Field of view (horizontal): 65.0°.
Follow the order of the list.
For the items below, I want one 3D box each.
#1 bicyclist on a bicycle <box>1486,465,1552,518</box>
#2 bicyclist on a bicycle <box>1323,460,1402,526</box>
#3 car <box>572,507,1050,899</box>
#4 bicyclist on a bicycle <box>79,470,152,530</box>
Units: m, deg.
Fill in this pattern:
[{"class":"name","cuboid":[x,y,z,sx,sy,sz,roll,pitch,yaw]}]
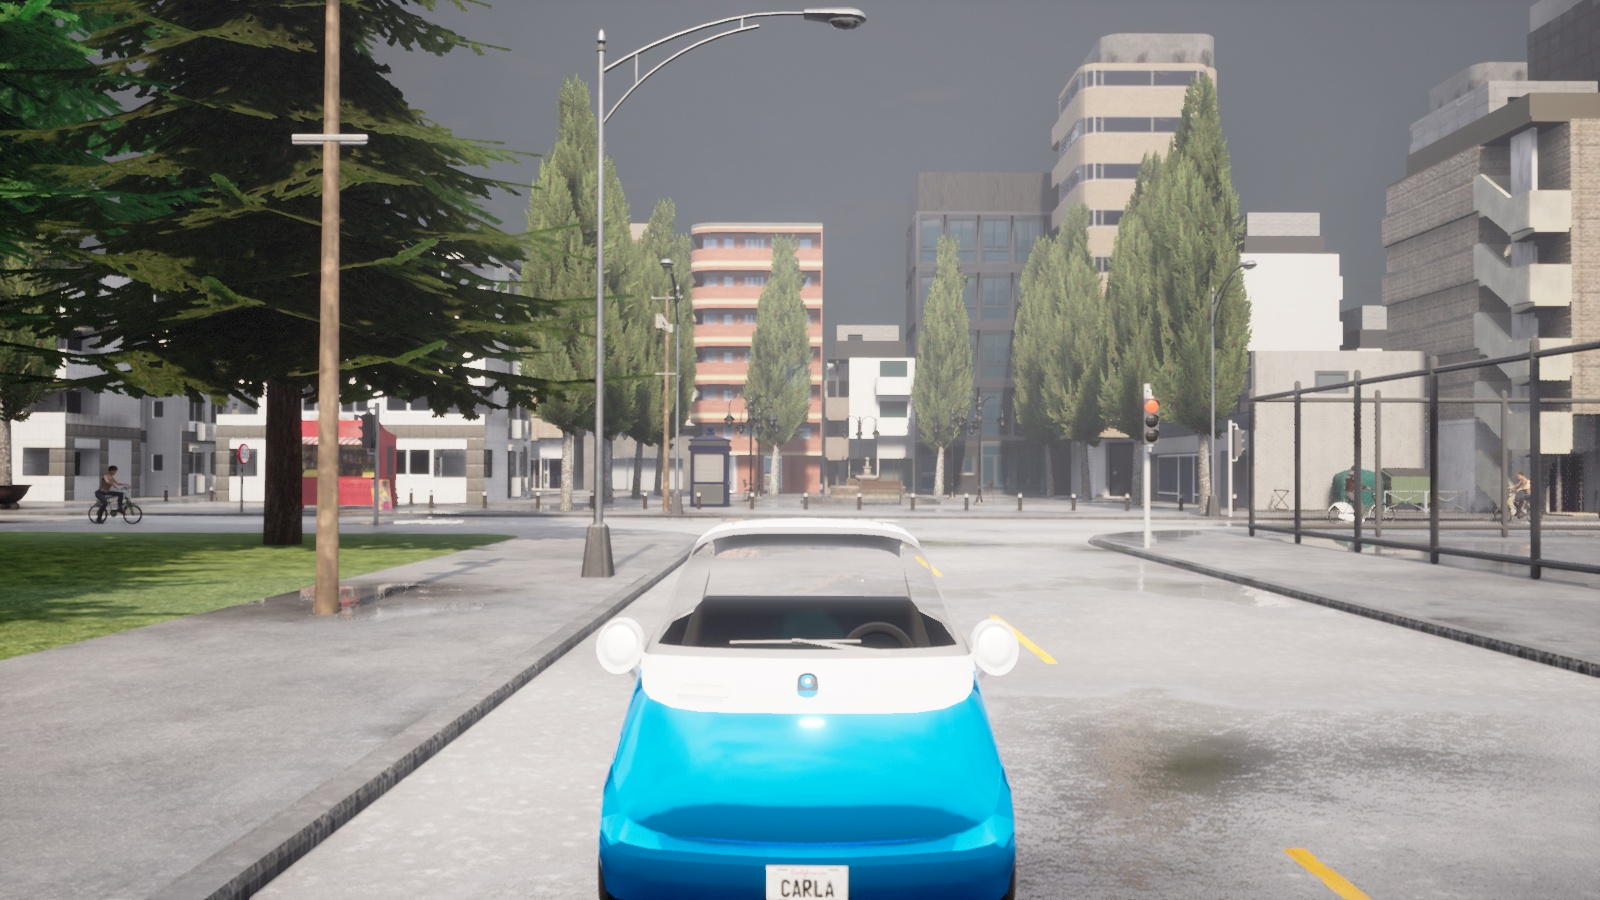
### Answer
[{"class":"bicyclist on a bicycle","cuboid":[21.914,1.260,38.294,1.509,1.612,0.866,0,-1,0]},{"class":"bicyclist on a bicycle","cuboid":[15.334,1.157,34.245,1.843,1.776,0.659,0,-1,-1]},{"class":"car","cuboid":[0.035,0.946,5.003,1.481,1.376,2.207,0,-1,0]},{"class":"bicyclist on a bicycle","cuboid":[-18.749,1.363,34.424,1.509,1.612,0.866,0,-1,1]}]
